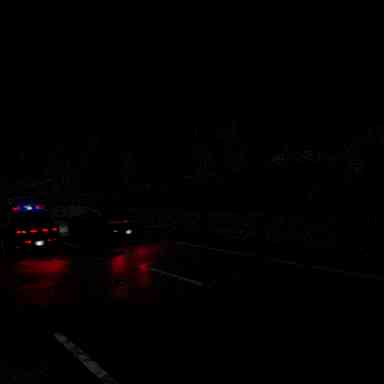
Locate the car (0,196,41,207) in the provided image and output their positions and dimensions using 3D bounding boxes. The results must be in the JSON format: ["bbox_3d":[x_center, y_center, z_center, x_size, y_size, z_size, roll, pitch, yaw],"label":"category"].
[{"bbox_3d":[-13.896,1.356,26.817,2.150,2.045,5.566,-1,0,-41],"label":"car"}]

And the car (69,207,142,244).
[{"bbox_3d":[-4.224,1.461,15.666,2.128,1.511,4.902,-1,0,-41],"label":"car"}]

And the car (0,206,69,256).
[{"bbox_3d":[-6.870,1.528,13.376,1.837,1.490,4.892,-1,1,-41],"label":"car"}]
